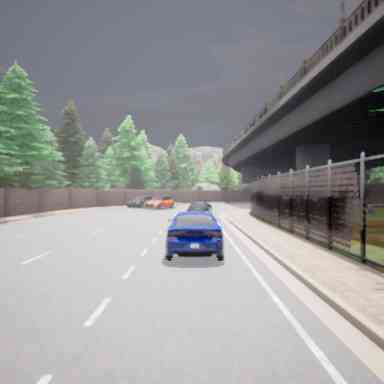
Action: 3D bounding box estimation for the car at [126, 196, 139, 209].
[{"bbox_3d":[-6.482,1.253,43.019,2.097,1.767,4.553,0,0,26],"label":"car"}]

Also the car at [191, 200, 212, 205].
[{"bbox_3d":[0.889,1.489,32.109,1.994,1.385,4.181,0,0,10],"label":"car"}]

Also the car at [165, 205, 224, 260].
[{"bbox_3d":[0.094,1.449,12.352,1.882,1.535,5.008,0,0,0],"label":"car"}]

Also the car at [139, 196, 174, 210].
[{"bbox_3d":[-3.994,1.259,40.174,2.097,1.767,4.553,0,0,25],"label":"car"}]
